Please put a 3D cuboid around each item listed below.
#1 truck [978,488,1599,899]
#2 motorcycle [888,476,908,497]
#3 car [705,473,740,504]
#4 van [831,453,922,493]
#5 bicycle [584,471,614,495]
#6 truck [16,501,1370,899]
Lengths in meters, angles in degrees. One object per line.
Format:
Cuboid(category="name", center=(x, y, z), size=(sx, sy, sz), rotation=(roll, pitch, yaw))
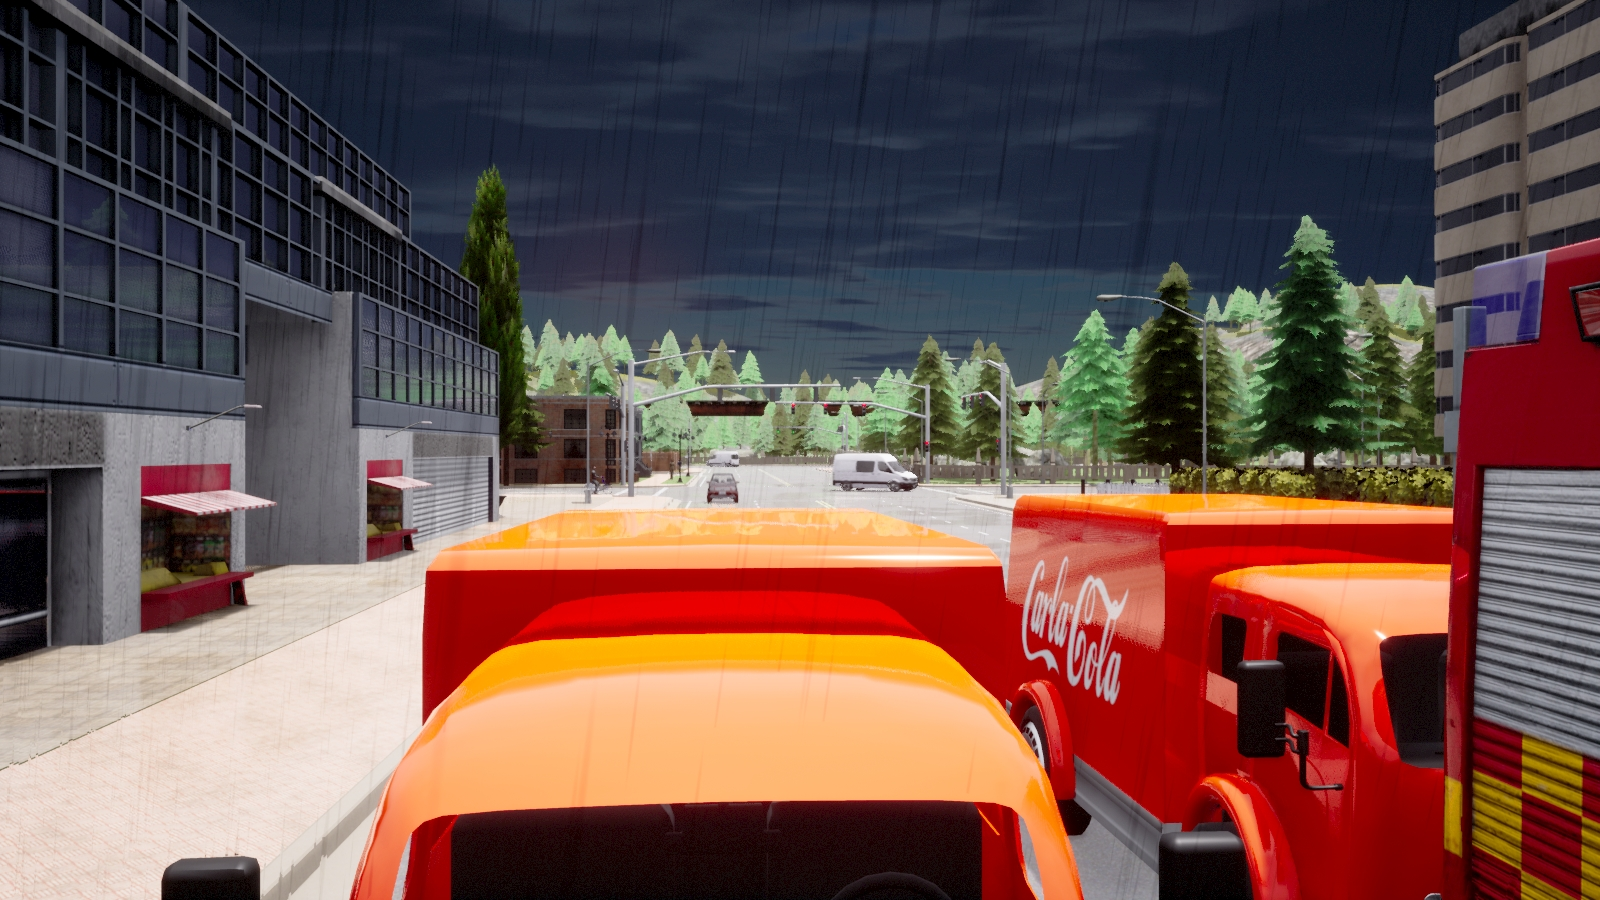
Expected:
Cuboid(category="truck", center=(3.003, 1.568, 7.234), size=(2.627, 2.467, 5.204), rotation=(0, 0, -4))
Cuboid(category="motorcycle", center=(5.944, 2.205, 69.519), size=(0.867, 1.251, 2.209), rotation=(0, 0, -4))
Cuboid(category="car", center=(-4.110, 2.026, 60.809), size=(1.789, 1.549, 3.705), rotation=(0, 0, -4))
Cuboid(category="van", center=(5.122, 1.534, 77.254), size=(5.915, 2.561, 1.988), rotation=(0, 1, 33))
Cuboid(category="bicycle", center=(-12.531, 2.060, 71.198), size=(1.835, 1.471, 0.329), rotation=(0, 0, -11))
Cuboid(category="truck", center=(-0.347, 1.568, 4.821), size=(2.627, 2.467, 5.204), rotation=(0, 0, -4))
